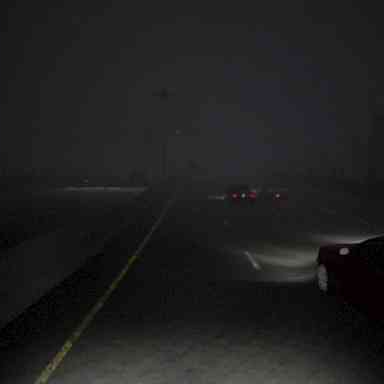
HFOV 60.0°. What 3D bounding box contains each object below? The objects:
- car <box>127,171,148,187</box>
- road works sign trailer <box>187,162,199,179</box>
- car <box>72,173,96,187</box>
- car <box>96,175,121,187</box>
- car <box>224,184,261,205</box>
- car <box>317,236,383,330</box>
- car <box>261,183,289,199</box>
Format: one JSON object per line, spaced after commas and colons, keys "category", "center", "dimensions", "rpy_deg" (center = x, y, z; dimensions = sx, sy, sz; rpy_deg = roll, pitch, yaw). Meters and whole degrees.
{"category": "car", "center": [-7.086, -1.763, 43.893], "dimensions": [2.150, 2.045, 5.566], "rpy_deg": [0, 5, 0]}
{"category": "road works sign trailer", "center": [0.101, -4.600, 70.253], "dimensions": [2.380, 3.560, 2.880], "rpy_deg": [0, 3, 3]}
{"category": "car", "center": [-14.084, -1.606, 43.562], "dimensions": [2.097, 1.767, 4.553], "rpy_deg": [0, 5, 0]}
{"category": "car", "center": [-10.585, -1.451, 43.559], "dimensions": [1.837, 1.490, 4.892], "rpy_deg": [0, 5, 0]}
{"category": "car", "center": [3.602, 0.110, 25.863], "dimensions": [2.033, 1.411, 5.357], "rpy_deg": [0, 5, 0]}
{"category": "car", "center": [3.597, 1.381, 5.168], "dimensions": [1.882, 1.535, 5.008], "rpy_deg": [0, 2, 0]}
{"category": "car", "center": [7.103, -0.168, 29.722], "dimensions": [1.895, 1.301, 4.718], "rpy_deg": [0, 5, 0]}
